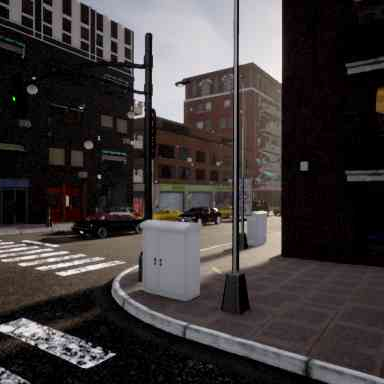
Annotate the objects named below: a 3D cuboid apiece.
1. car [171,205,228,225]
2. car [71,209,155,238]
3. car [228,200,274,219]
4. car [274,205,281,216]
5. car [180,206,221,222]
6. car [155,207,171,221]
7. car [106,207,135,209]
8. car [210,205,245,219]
[{"bbox_3d":[0.701,1.962,27.337,1.837,1.490,4.892,0,-1,35],"label":"car"},{"bbox_3d":[-4.661,1.881,19.647,1.895,1.301,4.718,0,-1,35],"label":"car"},{"bbox_3d":[6.380,1.866,35.485,2.150,2.045,5.566,0,-1,35],"label":"car"},{"bbox_3d":[12.504,2.394,44.200,2.033,1.411,5.357,0,-1,35],"label":"car"},{"bbox_3d":[0.903,2.092,32.184,1.947,1.339,4.313,-1,-2,35],"label":"car"},{"bbox_3d":[-2.352,1.944,27.514,1.752,1.417,4.829,-1,-2,35],"label":"car"},{"bbox_3d":[-5.413,1.758,23.125,1.967,1.590,4.097,-1,-2,35],"label":"car"},{"bbox_3d":[3.964,2.153,36.577,1.752,1.417,4.829,-1,-2,35],"label":"car"}]
